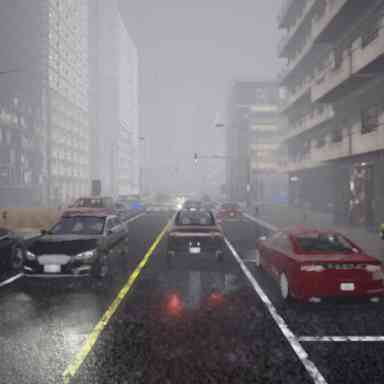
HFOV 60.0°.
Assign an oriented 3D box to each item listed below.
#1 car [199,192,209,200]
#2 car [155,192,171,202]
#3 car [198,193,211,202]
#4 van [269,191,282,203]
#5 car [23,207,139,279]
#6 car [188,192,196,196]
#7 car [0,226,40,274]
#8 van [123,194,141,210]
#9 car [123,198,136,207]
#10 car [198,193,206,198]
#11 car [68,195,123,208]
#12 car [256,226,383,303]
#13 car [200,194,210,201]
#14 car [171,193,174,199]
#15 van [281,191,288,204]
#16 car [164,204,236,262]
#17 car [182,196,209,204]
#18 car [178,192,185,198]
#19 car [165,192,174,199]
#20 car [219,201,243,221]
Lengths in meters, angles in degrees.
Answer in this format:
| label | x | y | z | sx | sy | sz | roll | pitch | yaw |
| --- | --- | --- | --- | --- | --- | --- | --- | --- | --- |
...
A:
| label | x | y | z | sx | sy | sz | roll | pitch | yaw |
| --- | --- | --- | --- | --- | --- | --- | --- | --- | --- |
| car | 2.676 | 0.917 | 73.506 | 1.967 | 1.590 | 4.097 | 0 | 0 | 0 |
| car | -5.704 | 0.865 | 62.450 | 2.192 | 1.841 | 5.009 | 0 | 0 | 0 |
| car | 2.677 | 1.094 | 62.452 | 1.887 | 1.381 | 4.507 | 0 | 0 | 0 |
| van | 13.702 | 0.742 | 50.006 | 3.998 | 1.788 | 1.690 | -1 | 1 | 0 |
| car | -3.101 | 1.414 | 9.834 | 2.128 | 1.511 | 4.902 | 0 | 0 | 0 |
| car | -0.012 | 0.849 | 88.202 | 1.895 | 1.301 | 4.718 | 0 | 0 | 0 |
| car | -5.696 | 1.503 | 7.972 | 1.947 | 1.339 | 4.313 | 0 | 0 | 0 |
| van | -5.700 | 1.113 | 30.061 | 1.690 | 1.788 | 3.998 | 0 | 0 | 0 |
| car | -5.698 | 1.378 | 24.540 | 1.947 | 1.339 | 4.313 | 0 | 0 | 0 |
| car | 2.674 | 0.941 | 90.090 | 1.947 | 1.339 | 4.313 | 0 | 0 | 0 |
| car | -5.698 | 1.168 | 19.015 | 2.192 | 1.841 | 5.009 | 0 | 0 | 0 |
| car | 2.684 | 1.482 | 7.972 | 1.887 | 1.381 | 4.507 | 0 | 0 | 0 |
| car | 2.677 | 1.058 | 67.979 | 1.887 | 1.381 | 4.507 | 0 | 0 | 0 |
| car | -5.704 | 1.022 | 73.506 | 1.887 | 1.381 | 4.507 | 0 | 0 | 0 |
| van | 13.725 | 0.842 | 41.626 | 3.998 | 1.788 | 1.690 | -1 | 1 | 0 |
| car | 0.089 | 1.399 | 11.753 | 2.128 | 1.511 | 4.902 | 0 | 0 | 0 |
| car | 0.092 | 1.339 | 27.281 | 2.033 | 1.411 | 5.357 | 0 | 0 | 0 |
| car | -3.012 | 0.870 | 93.817 | 2.128 | 1.511 | 4.902 | 0 | 0 | 0 |
| car | -5.706 | 0.848 | 84.561 | 1.967 | 1.590 | 4.097 | 0 | 0 | 0 |
| car | 2.682 | 1.357 | 24.539 | 1.887 | 1.381 | 4.507 | 0 | 0 | 0 |
